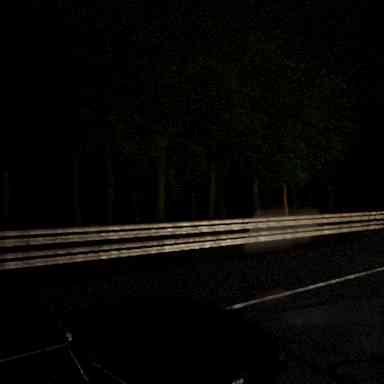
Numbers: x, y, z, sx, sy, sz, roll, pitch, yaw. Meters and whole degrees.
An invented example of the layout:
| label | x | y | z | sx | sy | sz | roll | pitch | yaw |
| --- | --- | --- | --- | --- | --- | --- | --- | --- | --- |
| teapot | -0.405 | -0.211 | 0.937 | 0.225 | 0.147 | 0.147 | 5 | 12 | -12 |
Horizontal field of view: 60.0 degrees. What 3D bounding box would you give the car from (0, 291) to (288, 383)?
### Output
| label | x | y | z | sx | sy | sz | roll | pitch | yaw |
| --- | --- | --- | --- | --- | --- | --- | --- | --- | --- |
| car | -1.374 | 1.604 | 2.769 | 4.718 | 1.301 | 1.895 | 1 | 0 | -35 |
